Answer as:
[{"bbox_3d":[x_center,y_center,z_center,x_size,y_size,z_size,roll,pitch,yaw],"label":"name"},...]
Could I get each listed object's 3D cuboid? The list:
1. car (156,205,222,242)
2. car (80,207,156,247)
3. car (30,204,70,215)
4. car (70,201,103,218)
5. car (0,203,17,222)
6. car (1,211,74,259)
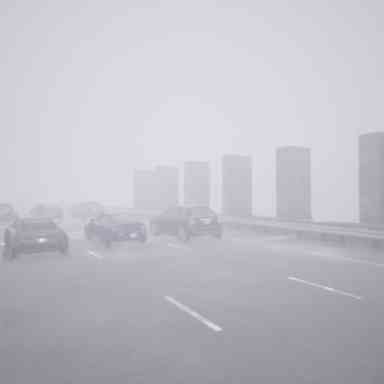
[{"bbox_3d":[-0.454,1.448,17.219,2.097,1.767,4.553,0,0,-32],"label":"car"},{"bbox_3d":[-3.682,1.645,15.781,1.812,1.442,4.674,0,0,-32],"label":"car"},{"bbox_3d":[-12.582,1.766,28.619,2.128,1.511,4.902,0,0,-37],"label":"car"},{"bbox_3d":[-9.721,1.608,30.634,2.097,1.767,4.553,0,-1,-37],"label":"car"},{"bbox_3d":[-15.350,1.639,26.474,2.097,1.767,4.553,0,-1,-37],"label":"car"},{"bbox_3d":[-6.411,1.697,13.543,1.994,1.385,4.181,0,0,-32],"label":"car"}]
